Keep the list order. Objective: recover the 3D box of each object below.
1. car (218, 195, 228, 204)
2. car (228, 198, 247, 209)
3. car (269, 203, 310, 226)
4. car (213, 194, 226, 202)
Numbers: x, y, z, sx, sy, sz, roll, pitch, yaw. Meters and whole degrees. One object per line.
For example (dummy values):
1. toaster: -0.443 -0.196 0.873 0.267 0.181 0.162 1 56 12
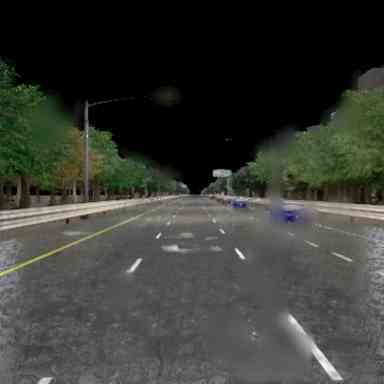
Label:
1. car: 7.273 1.864 71.529 1.812 1.442 4.674 0 0 0
2. car: 7.137 1.716 50.995 1.882 1.535 5.008 0 -1 0
3. car: 7.030 1.576 24.329 1.882 1.535 5.008 0 -1 0
4. car: 7.410 1.909 87.510 1.882 1.535 5.008 0 0 1
